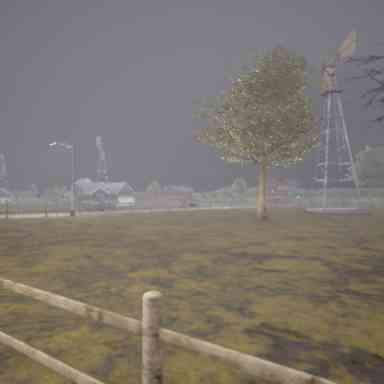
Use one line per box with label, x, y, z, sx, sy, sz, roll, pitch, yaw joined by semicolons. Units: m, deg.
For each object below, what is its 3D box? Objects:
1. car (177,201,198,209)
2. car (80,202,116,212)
car;-0.815;2.431;63.849;1.837;1.490;4.892;-2;-3;36
car;-13.174;2.092;46.745;2.033;1.411;5.357;-2;-2;36
